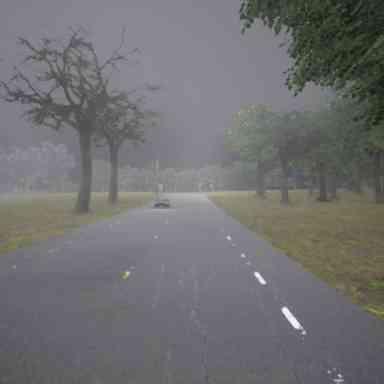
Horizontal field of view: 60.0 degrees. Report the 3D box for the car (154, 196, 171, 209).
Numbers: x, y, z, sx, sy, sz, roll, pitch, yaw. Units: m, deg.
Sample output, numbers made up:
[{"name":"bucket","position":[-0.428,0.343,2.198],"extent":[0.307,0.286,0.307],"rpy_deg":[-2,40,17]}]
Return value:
[{"name":"car","position":[-3.570,1.260,41.221],"extent":[2.033,1.411,5.357],"rpy_deg":[0,1,0]}]
